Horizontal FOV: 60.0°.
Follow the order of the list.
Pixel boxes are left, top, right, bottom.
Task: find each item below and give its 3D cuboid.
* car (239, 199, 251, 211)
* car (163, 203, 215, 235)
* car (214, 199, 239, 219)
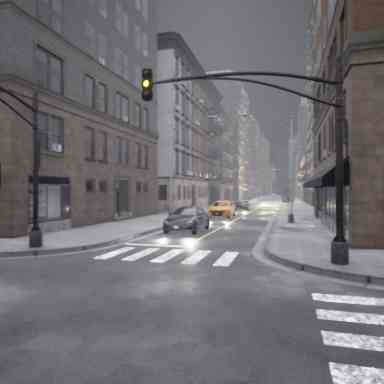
[{"bbox_3d":[6.276,1.625,42.156,1.994,1.385,4.181,0,0,17],"label":"car"},{"bbox_3d":[-0.192,1.560,19.489,1.812,1.442,4.674,0,0,16],"label":"car"},{"bbox_3d":[2.731,1.524,29.772,1.882,1.535,5.008,0,0,16],"label":"car"}]
